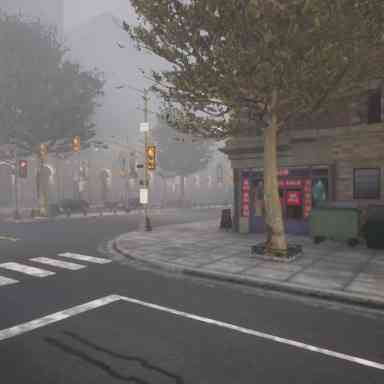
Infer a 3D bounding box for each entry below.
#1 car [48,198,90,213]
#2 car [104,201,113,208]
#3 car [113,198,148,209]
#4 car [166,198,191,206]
[{"bbox_3d":[-13.908,1.505,37.471,1.837,1.490,4.892,0,0,36],"label":"car"},{"bbox_3d":[-10.283,1.595,47.904,1.895,1.301,4.718,0,0,36],"label":"car"},{"bbox_3d":[-8.070,1.526,45.563,1.812,1.442,4.674,0,0,36],"label":"car"},{"bbox_3d":[-2.179,1.601,53.759,1.895,1.301,4.718,0,0,36],"label":"car"}]
